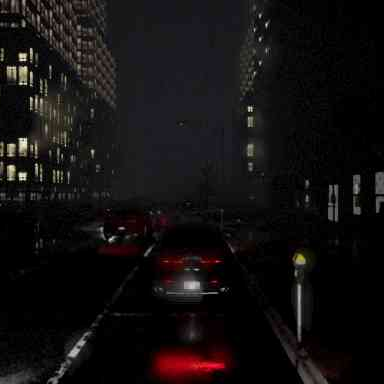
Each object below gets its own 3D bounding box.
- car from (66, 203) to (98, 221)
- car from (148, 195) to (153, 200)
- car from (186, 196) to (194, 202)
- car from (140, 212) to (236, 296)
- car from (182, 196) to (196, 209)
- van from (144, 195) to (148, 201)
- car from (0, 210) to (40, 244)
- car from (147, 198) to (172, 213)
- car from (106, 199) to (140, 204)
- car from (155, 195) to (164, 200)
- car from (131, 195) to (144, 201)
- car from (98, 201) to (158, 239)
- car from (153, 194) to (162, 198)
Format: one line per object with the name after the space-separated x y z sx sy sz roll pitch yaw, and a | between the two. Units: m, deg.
-8.832 1.575 27.183 1.802 1.307 4.206 0 0 0 | car
-8.833 1.551 61.338 1.802 1.307 4.206 0 0 0 | car
-0.452 1.533 78.399 1.802 1.307 4.206 0 0 0 | car
0.000 1.503 8.649 1.837 1.490 4.892 0 0 0 | car
-0.452 1.548 44.248 1.947 1.339 4.313 0 0 0 | car
-8.832 1.315 55.645 1.690 1.788 3.998 0 0 0 | van
-8.833 1.563 15.800 1.947 1.339 4.313 0 0 0 | car
-3.048 1.590 33.192 1.895 1.301 4.718 0 0 0 | car
-6.243 1.592 29.947 1.895 1.301 4.718 0 0 0 | car
-8.832 1.504 89.799 1.947 1.339 4.313 0 0 0 | car
-8.833 1.523 49.953 1.887 1.381 4.507 0 0 0 | car
-3.146 1.475 17.325 1.882 1.535 5.008 0 0 0 | car
-8.832 1.391 78.413 1.967 1.590 4.097 0 0 0 | car
